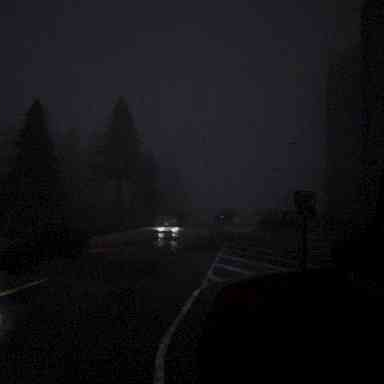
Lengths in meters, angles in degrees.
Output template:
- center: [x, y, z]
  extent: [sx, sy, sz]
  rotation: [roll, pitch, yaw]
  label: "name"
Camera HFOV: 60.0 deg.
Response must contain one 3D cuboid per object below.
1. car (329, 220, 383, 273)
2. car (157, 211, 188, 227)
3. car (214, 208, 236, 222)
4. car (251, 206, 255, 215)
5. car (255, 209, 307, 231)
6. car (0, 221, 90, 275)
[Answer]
- center: [6.788, 1.743, 11.324]
  extent: [3.866, 1.878, 1.905]
  rotation: [2, -2, -21]
  label: "car"
- center: [-1.684, 2.457, 31.126]
  extent: [2.033, 1.411, 5.357]
  rotation: [1, -2, 11]
  label: "car"
- center: [3.920, 2.913, 41.156]
  extent: [1.994, 1.385, 4.181]
  rotation: [1, -2, 11]
  label: "car"
- center: [13.226, 3.730, 60.803]
  extent: [4.181, 1.381, 1.994]
  rotation: [1, -2, 10]
  label: "car"
- center: [7.591, 2.460, 28.300]
  extent: [3.988, 1.617, 1.851]
  rotation: [1, -2, 10]
  label: "car"
- center: [-5.433, 1.717, 11.268]
  extent: [2.033, 1.411, 5.357]
  rotation: [1, -2, 11]
  label: "car"
